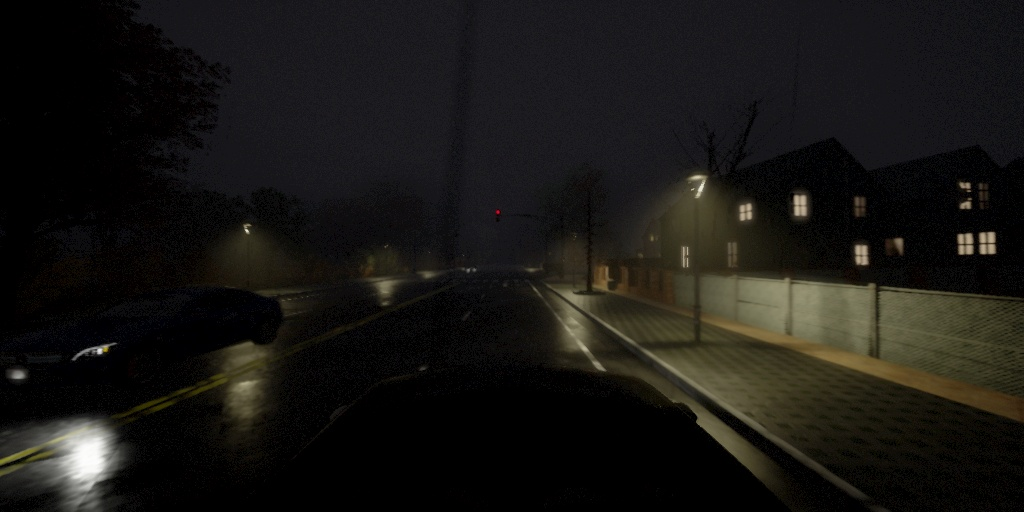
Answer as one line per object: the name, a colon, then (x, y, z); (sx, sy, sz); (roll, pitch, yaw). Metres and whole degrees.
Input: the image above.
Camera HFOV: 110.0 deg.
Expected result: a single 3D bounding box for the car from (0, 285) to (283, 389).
car: (-6.600, 1.350, 7.121); (1.812, 1.442, 4.674); (0, -1, 0)
